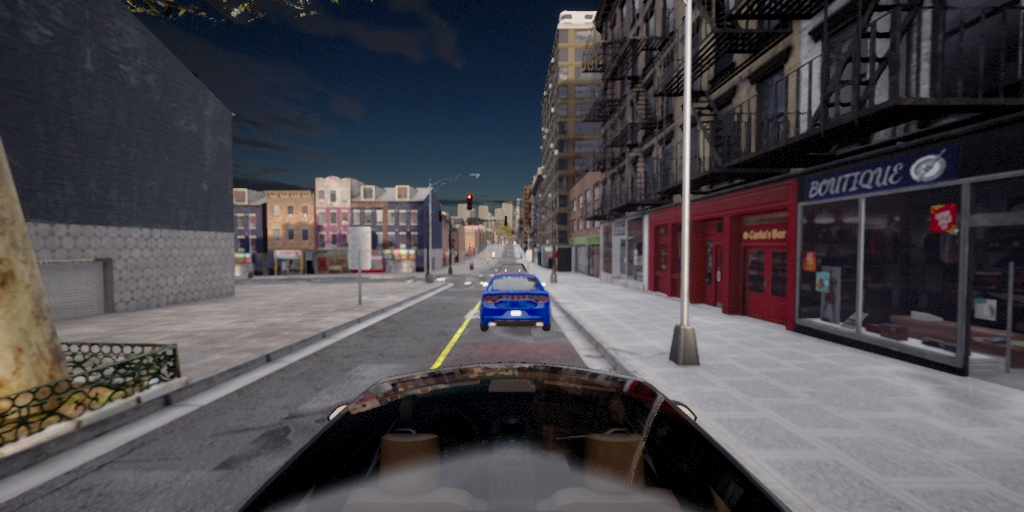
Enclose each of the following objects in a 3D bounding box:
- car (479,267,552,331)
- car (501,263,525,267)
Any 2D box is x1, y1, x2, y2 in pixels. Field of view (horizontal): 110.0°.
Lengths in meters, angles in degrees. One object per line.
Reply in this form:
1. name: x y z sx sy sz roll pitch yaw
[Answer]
1. car: 0.079 1.254 11.138 1.882 1.535 5.008 0 0 0
2. car: 0.036 1.162 21.131 2.097 1.767 4.553 0 0 -1
